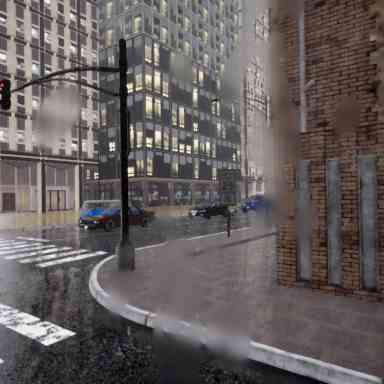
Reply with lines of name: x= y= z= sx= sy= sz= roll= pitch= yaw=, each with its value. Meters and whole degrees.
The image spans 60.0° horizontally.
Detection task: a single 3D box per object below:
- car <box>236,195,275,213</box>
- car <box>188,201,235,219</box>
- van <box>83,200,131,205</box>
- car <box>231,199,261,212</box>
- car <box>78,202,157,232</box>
car: x=7.663 y=1.330 z=38.145 sx=2.150 sy=2.045 sz=5.566 roll=-1 pitch=-1 yaw=36
car: x=1.571 y=1.578 z=29.651 sx=2.128 sy=1.511 sz=4.902 roll=-1 pitch=-1 yaw=36
van: x=-6.029 y=1.460 z=23.499 sx=1.690 sy=1.788 sz=3.998 roll=-2 pitch=-1 yaw=36
car: x=6.806 y=1.689 z=41.408 sx=1.752 sy=1.417 sz=4.829 roll=-2 pitch=-1 yaw=36
car: x=-4.512 y=1.614 z=21.164 sx=2.033 sy=1.411 sz=5.357 roll=-1 pitch=-1 yaw=36
